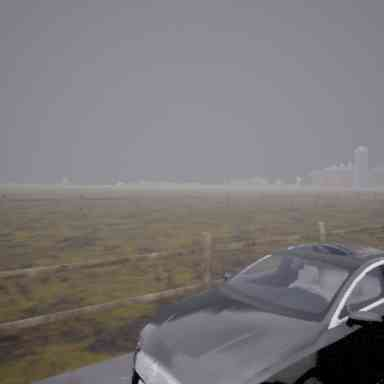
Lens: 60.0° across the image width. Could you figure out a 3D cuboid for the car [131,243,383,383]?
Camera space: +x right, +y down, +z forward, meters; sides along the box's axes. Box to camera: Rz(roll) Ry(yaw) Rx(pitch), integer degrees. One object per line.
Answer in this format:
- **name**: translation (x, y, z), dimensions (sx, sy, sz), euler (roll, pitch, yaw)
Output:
- **car**: translation (1.633, 1.487, 4.234), dimensions (4.902, 1.511, 2.128), euler (0, 0, -35)
